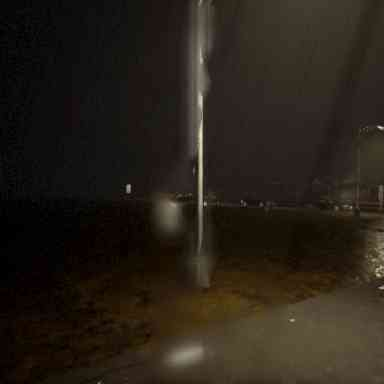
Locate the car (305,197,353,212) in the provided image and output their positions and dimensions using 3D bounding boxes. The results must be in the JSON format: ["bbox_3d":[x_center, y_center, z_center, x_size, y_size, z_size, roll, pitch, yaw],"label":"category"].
[{"bbox_3d":[14.237,1.289,34.661,1.837,1.490,4.892,2,0,-35],"label":"car"}]

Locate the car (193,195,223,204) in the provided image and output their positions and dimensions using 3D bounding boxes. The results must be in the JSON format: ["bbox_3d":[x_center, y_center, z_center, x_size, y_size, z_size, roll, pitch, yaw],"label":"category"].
[{"bbox_3d":[2.706,1.170,50.915,1.895,1.301,4.718,2,-1,-35],"label":"car"}]

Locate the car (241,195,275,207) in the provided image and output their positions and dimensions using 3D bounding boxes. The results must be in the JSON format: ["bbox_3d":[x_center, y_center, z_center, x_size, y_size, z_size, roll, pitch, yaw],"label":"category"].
[{"bbox_3d":[8.479,1.174,42.773,1.837,1.490,4.892,2,0,-35],"label":"car"}]

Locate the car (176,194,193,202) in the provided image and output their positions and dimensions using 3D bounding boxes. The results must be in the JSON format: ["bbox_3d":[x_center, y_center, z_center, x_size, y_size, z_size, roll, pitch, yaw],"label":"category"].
[{"bbox_3d":[-0.806,1.133,62.230,2.033,1.411,5.357,2,-1,-35],"label":"car"}]

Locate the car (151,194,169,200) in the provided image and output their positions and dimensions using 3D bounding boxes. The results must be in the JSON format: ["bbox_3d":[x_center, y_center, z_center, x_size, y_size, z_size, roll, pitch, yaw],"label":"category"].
[{"bbox_3d":[-6.802,1.118,70.600,1.895,1.301,4.718,2,-1,-35],"label":"car"}]
